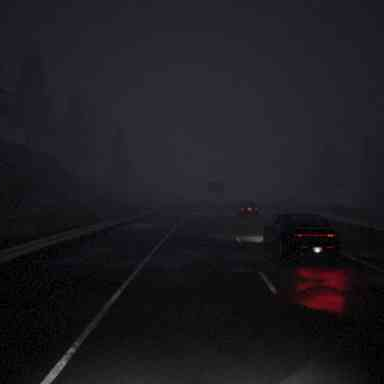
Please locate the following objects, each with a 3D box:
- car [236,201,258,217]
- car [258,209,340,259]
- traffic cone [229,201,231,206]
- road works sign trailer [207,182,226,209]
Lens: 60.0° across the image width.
[{"bbox_3d":[5.238,1.552,31.365,2.033,1.411,5.357,0,0,6],"label":"car"},{"bbox_3d":[3.937,1.508,12.590,1.837,1.490,4.892,0,0,2],"label":"car"},{"bbox_3d":[5.901,1.961,52.974,0.340,0.580,0.340,0,0,9],"label":"traffic cone"},{"bbox_3d":[3.346,0.468,46.290,2.380,3.560,2.880,0,0,9],"label":"road works sign trailer"}]
